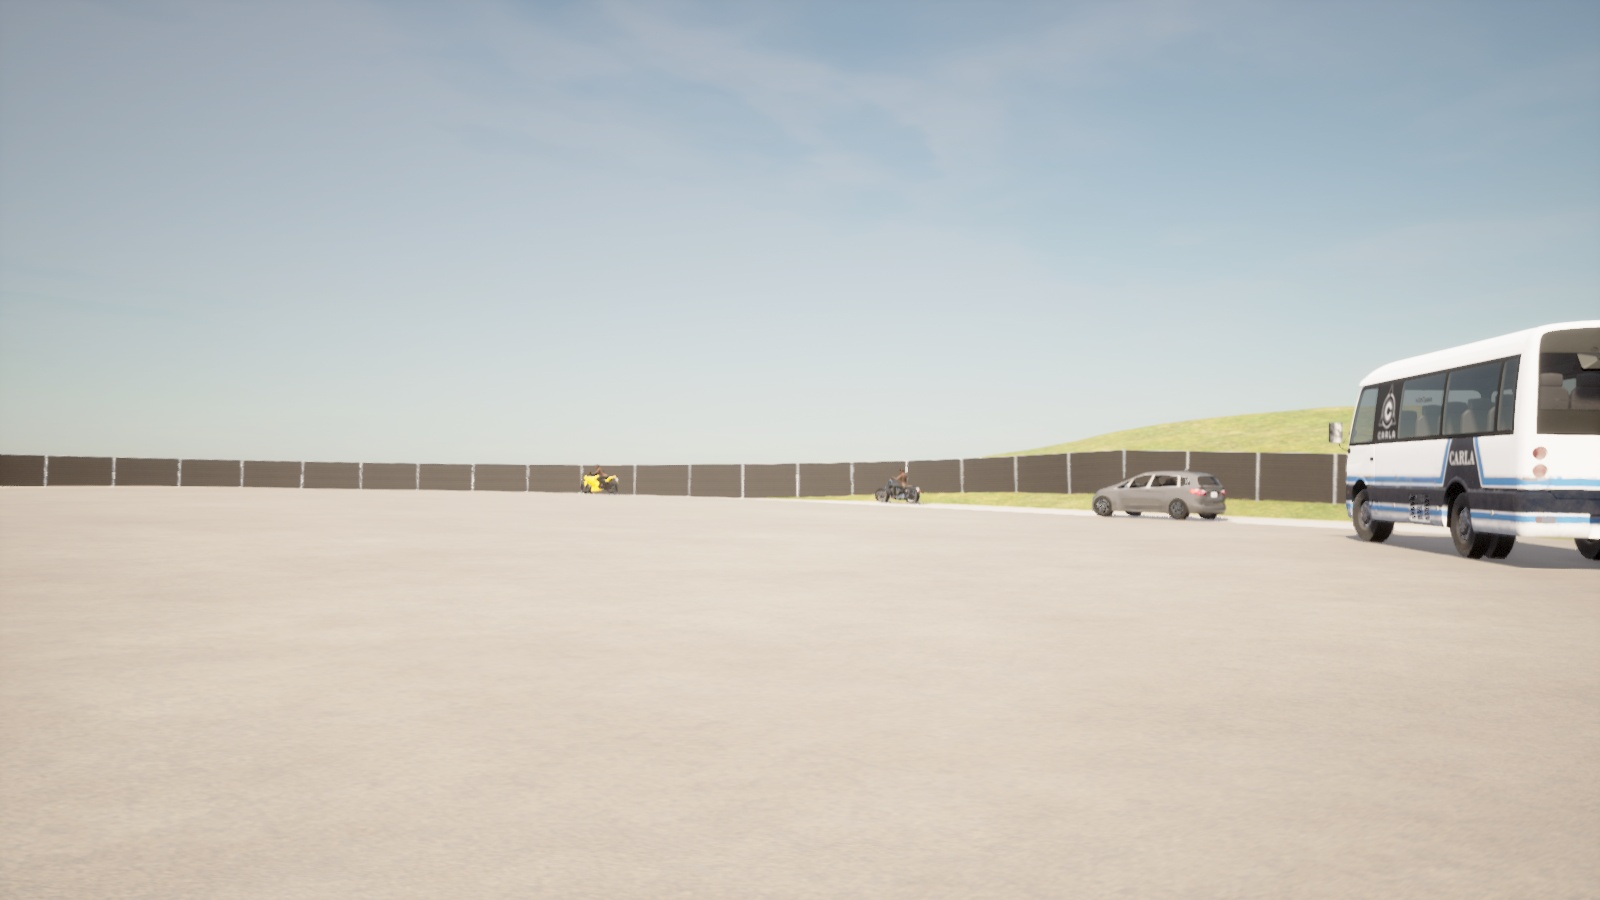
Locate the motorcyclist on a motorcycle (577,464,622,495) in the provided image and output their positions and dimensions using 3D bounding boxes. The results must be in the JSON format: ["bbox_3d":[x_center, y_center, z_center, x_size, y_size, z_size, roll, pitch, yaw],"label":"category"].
[{"bbox_3d":[-10.100,1.484,63.154,2.044,1.523,0.797,1,-1,14],"label":"motorcyclist on a motorcycle"}]

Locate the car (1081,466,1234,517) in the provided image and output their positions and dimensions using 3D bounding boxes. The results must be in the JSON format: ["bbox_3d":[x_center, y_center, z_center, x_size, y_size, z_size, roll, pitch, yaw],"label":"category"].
[{"bbox_3d":[12.453,1.418,43.948,2.242,1.667,4.611,2,-1,-43],"label":"car"}]

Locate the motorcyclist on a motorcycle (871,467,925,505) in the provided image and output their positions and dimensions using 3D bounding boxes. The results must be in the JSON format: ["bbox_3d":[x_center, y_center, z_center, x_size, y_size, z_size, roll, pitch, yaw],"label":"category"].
[{"bbox_3d":[4.385,1.588,56.379,2.350,1.649,0.766,0,-1,39],"label":"motorcyclist on a motorcycle"}]

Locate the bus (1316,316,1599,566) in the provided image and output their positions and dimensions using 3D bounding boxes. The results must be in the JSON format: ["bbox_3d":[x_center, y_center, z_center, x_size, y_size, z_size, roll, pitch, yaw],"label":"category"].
[{"bbox_3d":[14.427,-0.063,26.463,3.944,4.253,10.273,1,-1,7],"label":"bus"}]
